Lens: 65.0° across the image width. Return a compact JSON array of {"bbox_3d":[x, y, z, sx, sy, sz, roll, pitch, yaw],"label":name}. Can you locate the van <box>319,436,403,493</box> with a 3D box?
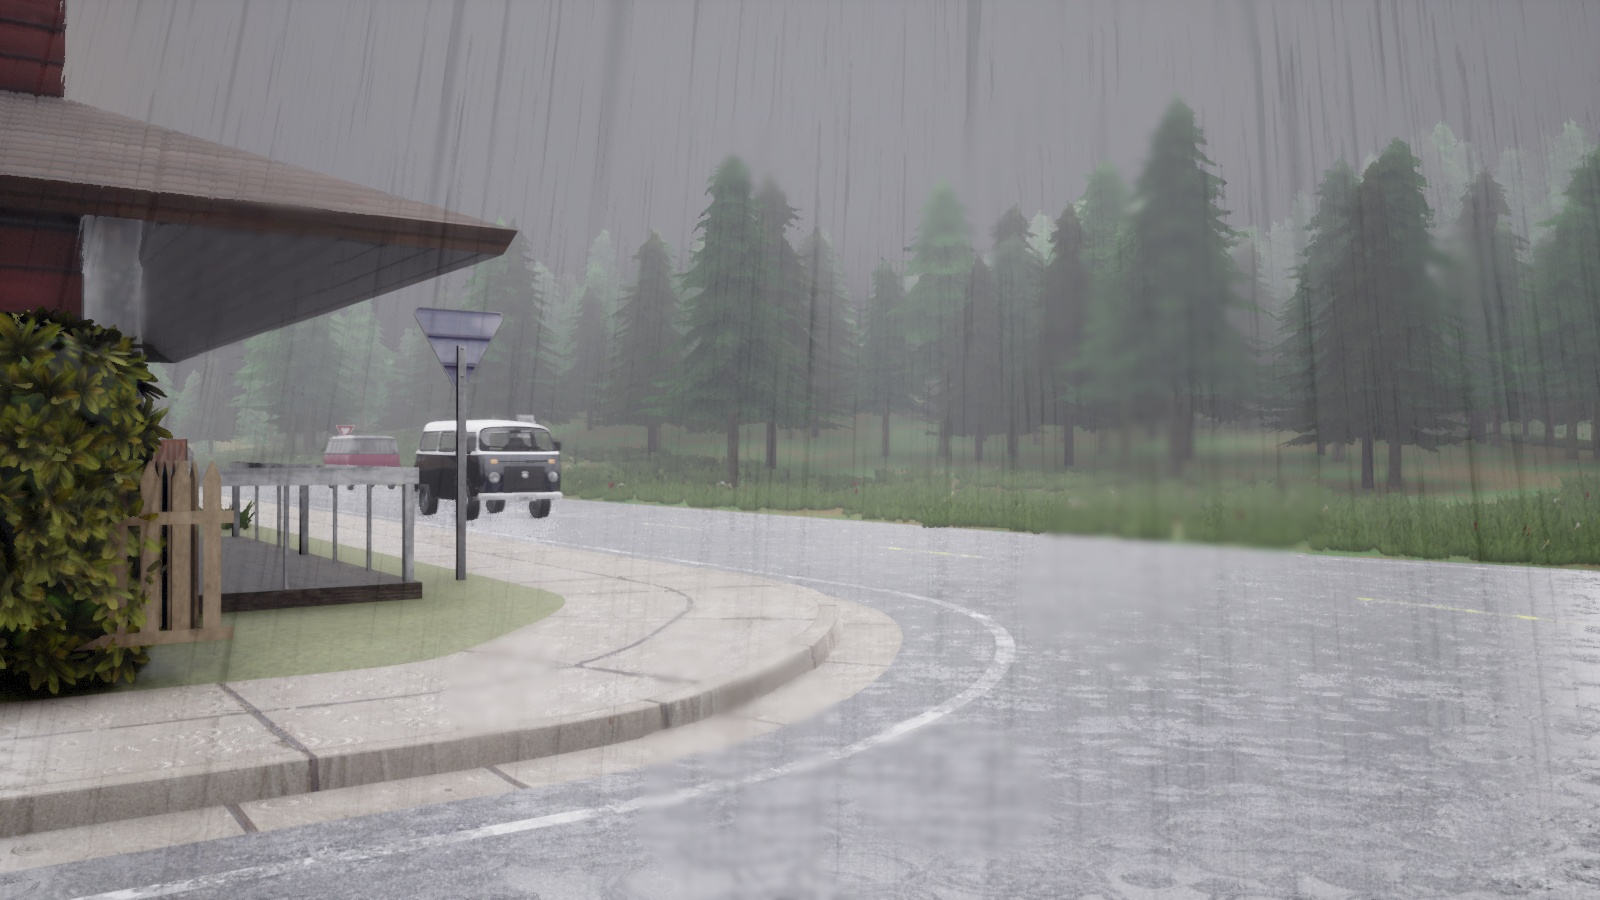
[{"bbox_3d":[-16.160,0.504,46.085,1.775,1.987,4.442,0,0,-35],"label":"van"}]

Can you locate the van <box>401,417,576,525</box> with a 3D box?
[{"bbox_3d":[-6.562,0.406,26.111,2.069,2.038,4.480,0,0,-35],"label":"van"}]
